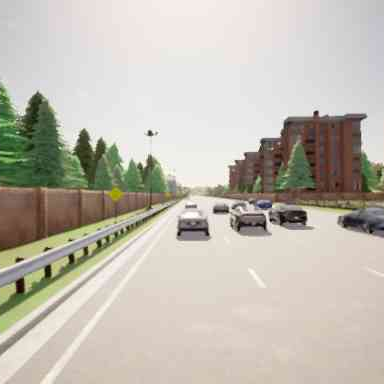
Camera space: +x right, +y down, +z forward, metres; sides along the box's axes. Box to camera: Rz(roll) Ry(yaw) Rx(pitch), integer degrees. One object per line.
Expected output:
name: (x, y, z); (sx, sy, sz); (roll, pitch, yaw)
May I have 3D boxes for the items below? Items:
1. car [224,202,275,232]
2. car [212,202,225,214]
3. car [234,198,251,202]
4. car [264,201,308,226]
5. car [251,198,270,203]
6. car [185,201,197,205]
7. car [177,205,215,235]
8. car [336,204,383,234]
car: (3.560, 1.655, 21.592); (2.128, 1.511, 4.902); (0, -1, 0)
car: (3.516, 1.896, 40.964); (1.994, 1.385, 4.181); (0, 0, 0)
car: (6.888, 1.901, 48.520); (1.812, 1.442, 4.674); (0, 0, 0)
car: (7.052, 1.649, 24.943); (1.882, 1.535, 5.008); (0, -1, 0)
car: (10.391, 1.828, 48.238); (1.882, 1.535, 5.008); (0, 0, 0)
car: (-0.103, 1.954, 46.973); (2.033, 1.411, 5.357); (0, 0, 0)
car: (0.063, 1.720, 19.976); (2.033, 1.411, 5.357); (0, -1, 0)
car: (10.562, 1.651, 19.758); (2.033, 1.411, 5.357); (0, -1, 0)
